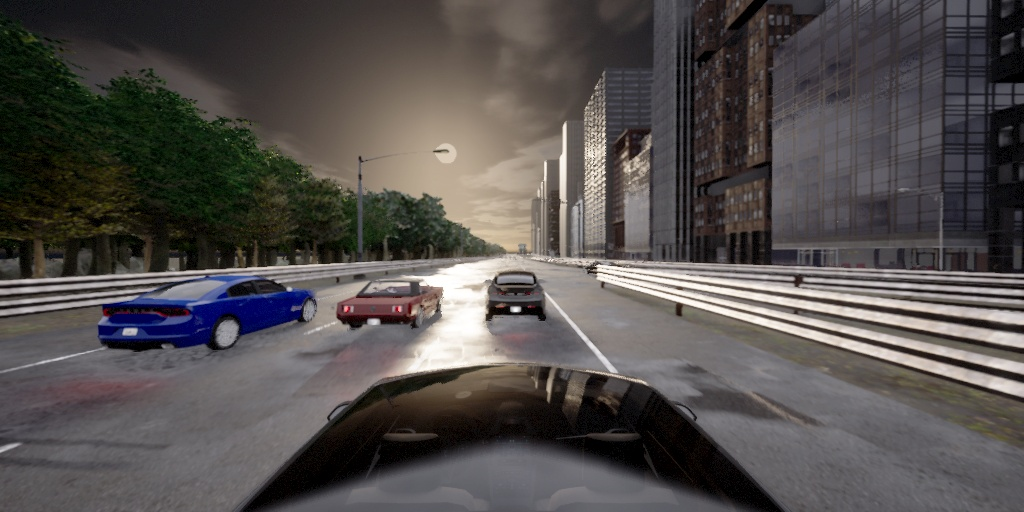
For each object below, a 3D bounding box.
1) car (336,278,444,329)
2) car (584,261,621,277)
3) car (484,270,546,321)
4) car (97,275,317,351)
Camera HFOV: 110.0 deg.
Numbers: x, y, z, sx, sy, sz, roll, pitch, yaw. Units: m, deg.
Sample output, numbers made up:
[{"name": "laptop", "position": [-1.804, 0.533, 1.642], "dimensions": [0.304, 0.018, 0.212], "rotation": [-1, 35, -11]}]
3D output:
[{"name": "car", "position": [-3.396, 1.329, 11.053], "dimensions": [1.895, 1.301, 4.718], "rotation": [0, 0, 0]}, {"name": "car", "position": [8.686, 1.189, 34.733], "dimensions": [1.882, 1.535, 5.008], "rotation": [0, 0, -12]}, {"name": "car", "position": [0.105, 1.230, 12.412], "dimensions": [1.837, 1.490, 4.892], "rotation": [0, 0, 0]}, {"name": "car", "position": [-6.899, 1.211, 8.954], "dimensions": [1.882, 1.535, 5.008], "rotation": [0, 0, 0]}]
